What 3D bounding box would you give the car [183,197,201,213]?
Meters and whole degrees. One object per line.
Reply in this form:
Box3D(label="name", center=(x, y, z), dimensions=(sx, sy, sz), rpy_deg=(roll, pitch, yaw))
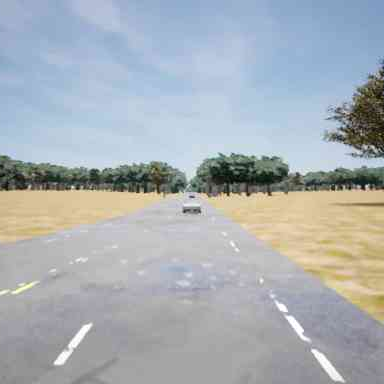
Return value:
Box3D(label="car", center=(-0.004, 1.547, 36.559), dimensions=(1.895, 1.301, 4.718), rpy_deg=(0, 0, 0))
